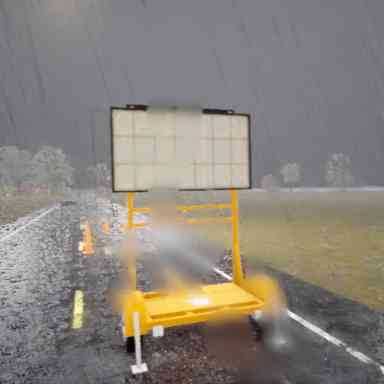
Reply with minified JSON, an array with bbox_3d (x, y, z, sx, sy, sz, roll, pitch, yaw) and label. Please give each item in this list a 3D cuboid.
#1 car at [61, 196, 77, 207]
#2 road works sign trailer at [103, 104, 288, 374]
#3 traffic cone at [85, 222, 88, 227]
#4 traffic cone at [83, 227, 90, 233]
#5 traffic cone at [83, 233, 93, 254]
[{"bbox_3d":[-17.398,1.325,47.225,1.994,1.385,4.181,-2,1,-18],"label":"car"},{"bbox_3d":[-0.165,0.382,5.696,2.380,3.560,2.880,-2,1,-18],"label":"road works sign trailer"},{"bbox_3d":[-4.964,1.851,15.709,0.340,0.580,0.340,-2,1,-18],"label":"traffic cone"},{"bbox_3d":[-4.342,1.862,13.808,0.340,0.580,0.340,-2,1,-18],"label":"traffic cone"},{"bbox_3d":[-3.720,1.873,11.907,0.340,0.580,0.340,-2,1,-18],"label":"traffic cone"}]
